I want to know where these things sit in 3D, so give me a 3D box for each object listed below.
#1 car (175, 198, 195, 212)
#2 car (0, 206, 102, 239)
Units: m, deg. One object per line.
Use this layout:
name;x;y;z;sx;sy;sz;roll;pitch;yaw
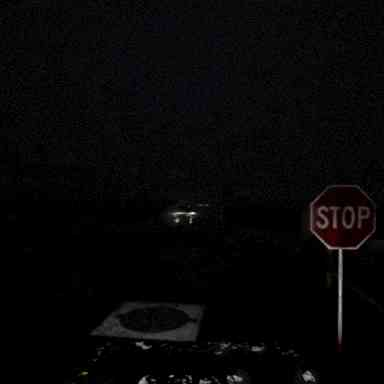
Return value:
car;-0.750;1.490;38.965;1.882;1.535;5.008;0;0;5
car;-7.212;1.421;16.338;5.357;1.411;2.033;1;1;-18
